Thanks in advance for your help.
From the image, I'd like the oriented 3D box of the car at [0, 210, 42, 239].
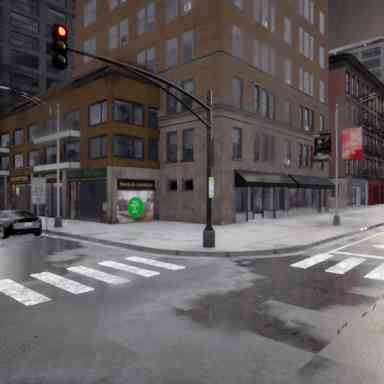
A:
[{"bbox_3d":[-9.326,1.577,17.252,4.313,1.339,1.947,0,0,43],"label":"car"}]
